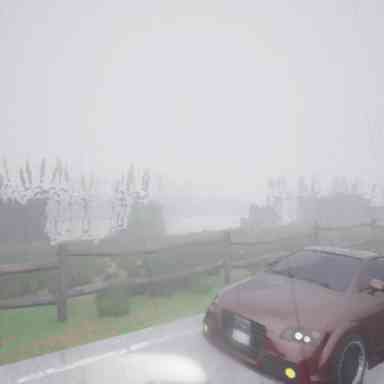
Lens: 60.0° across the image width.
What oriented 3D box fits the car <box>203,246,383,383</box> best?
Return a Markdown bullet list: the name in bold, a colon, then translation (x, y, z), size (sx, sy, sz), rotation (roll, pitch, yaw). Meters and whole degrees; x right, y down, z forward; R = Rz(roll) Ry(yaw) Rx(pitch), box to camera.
- **car**: translation (2.219, 1.605, 5.228), size (4.181, 1.385, 1.994), rotation (1, 0, -36)
